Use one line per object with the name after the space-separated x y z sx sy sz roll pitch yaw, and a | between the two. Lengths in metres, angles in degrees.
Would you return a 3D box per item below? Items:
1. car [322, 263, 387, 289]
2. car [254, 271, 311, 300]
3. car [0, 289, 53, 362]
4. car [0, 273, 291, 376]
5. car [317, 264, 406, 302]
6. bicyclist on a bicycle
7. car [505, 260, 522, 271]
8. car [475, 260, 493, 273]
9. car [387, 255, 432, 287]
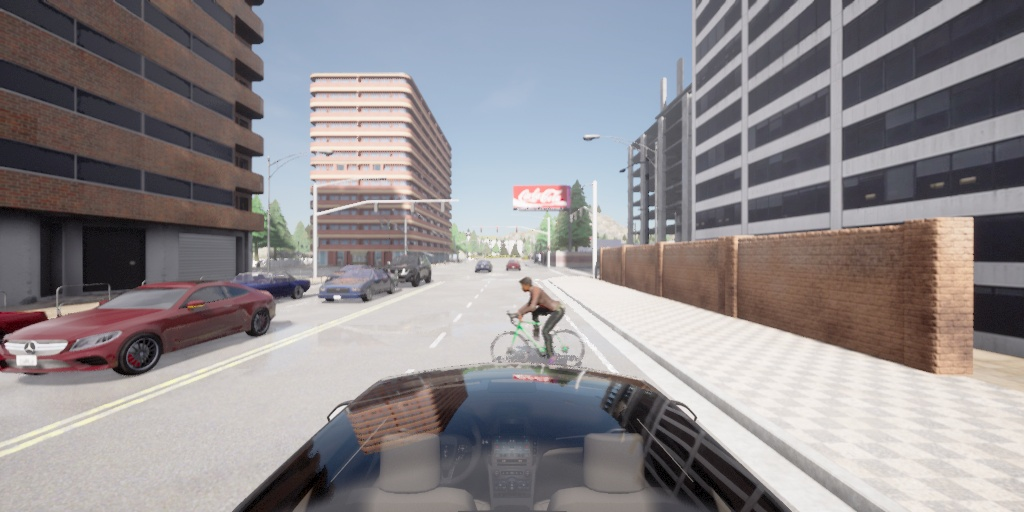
-10.458 1.263 24.294 2.033 1.411 5.357 0 0 0 | car
-10.557 1.330 14.871 1.895 1.301 4.718 0 0 0 | car
-10.597 1.345 5.174 1.895 1.301 4.718 0 0 0 | car
-7.081 1.266 7.568 1.812 1.442 4.674 0 0 0 | car
-7.044 1.274 17.159 2.033 1.411 5.357 0 0 0 | car
0.433 1.185 6.271 1.656 1.620 0.582 -2 0 0 | bicyclist on a bicycle
0.185 1.208 47.052 1.812 1.442 4.674 0 0 0 | car
-3.322 1.235 42.863 2.033 1.411 5.357 0 0 0 | car
-6.958 0.939 24.256 2.150 2.045 5.566 0 0 0 | car
